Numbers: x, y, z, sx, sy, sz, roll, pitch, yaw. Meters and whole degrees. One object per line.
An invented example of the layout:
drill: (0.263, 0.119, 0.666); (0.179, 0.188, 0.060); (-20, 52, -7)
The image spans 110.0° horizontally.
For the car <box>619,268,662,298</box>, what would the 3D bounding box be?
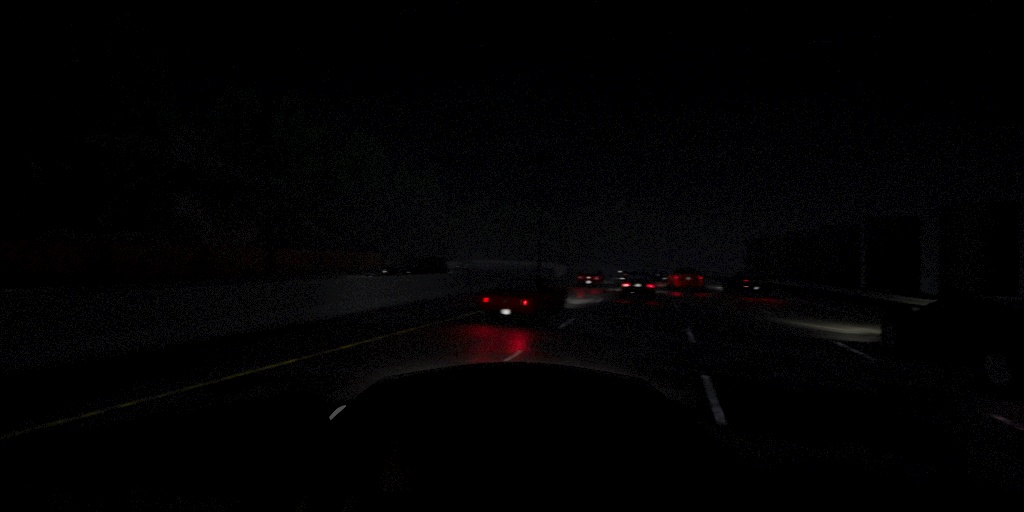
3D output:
car: (7.487, 1.641, 21.299); (2.033, 1.411, 5.357); (1, -1, 19)

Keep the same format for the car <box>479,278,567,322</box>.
car: (0.654, 1.462, 13.112); (1.895, 1.301, 4.718); (1, -1, 22)

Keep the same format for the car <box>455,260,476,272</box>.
car: (-6.340, 1.334, 50.046); (1.812, 1.442, 4.674); (1, 0, 12)

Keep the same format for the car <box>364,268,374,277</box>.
car: (-9.124, 1.239, 27.472); (2.128, 1.511, 4.902); (1, 0, 19)

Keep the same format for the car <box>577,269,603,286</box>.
car: (6.604, 1.746, 29.915); (1.895, 1.301, 4.718); (1, -1, 17)

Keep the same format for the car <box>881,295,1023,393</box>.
car: (9.449, 1.497, 6.899); (1.882, 1.535, 5.008); (1, -1, 23)

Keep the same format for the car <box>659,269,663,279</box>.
car: (16.404, 2.061, 39.529); (1.895, 1.301, 4.718); (1, 0, 14)

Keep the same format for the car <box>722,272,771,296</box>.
car: (15.896, 1.813, 24.511); (2.128, 1.511, 4.902); (1, 0, 18)

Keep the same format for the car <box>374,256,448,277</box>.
car: (-6.436, 1.009, 24.550); (2.150, 2.045, 5.566); (1, 0, 20)

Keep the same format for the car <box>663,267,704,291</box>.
car: (13.074, 1.630, 27.288); (2.097, 1.767, 4.553); (1, 0, 17)
